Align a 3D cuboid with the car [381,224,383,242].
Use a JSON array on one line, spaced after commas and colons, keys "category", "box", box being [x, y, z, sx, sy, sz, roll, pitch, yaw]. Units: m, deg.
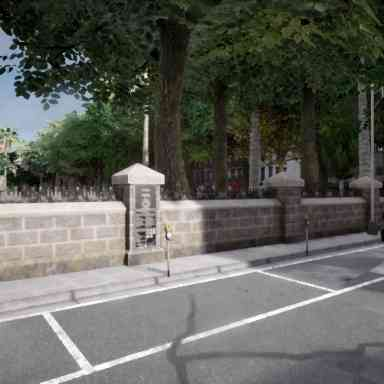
[{"category": "car", "box": [9.670, 1.309, 13.439, 5.009, 1.841, 2.192, 0, 0, -36]}]
